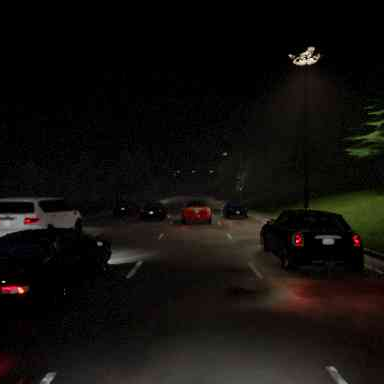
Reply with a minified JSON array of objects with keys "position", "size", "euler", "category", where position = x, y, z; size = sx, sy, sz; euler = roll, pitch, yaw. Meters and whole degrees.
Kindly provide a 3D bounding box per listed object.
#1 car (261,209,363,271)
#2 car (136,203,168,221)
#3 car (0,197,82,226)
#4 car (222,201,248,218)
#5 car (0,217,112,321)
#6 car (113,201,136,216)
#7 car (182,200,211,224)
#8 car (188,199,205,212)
[{"position":[3.700,1.367,11.098],"size":[2.097,1.767,4.553],"euler":[0,0,1],"category":"car"},{"position":[-3.122,1.593,27.713],"size":[1.994,1.385,4.181],"euler":[0,0,1],"category":"car"},{"position":[-6.763,1.233,14.940],"size":[2.150,2.045,5.566],"euler":[0,0,1],"category":"car"},{"position":[3.909,1.562,30.358],"size":[1.812,1.442,4.674],"euler":[0,0,1],"category":"car"},{"position":[-3.346,1.554,7.610],"size":[2.033,1.411,5.357],"euler":[0,0,1],"category":"car"},{"position":[-6.556,1.597,33.617],"size":[1.994,1.385,4.181],"euler":[0,0,1],"category":"car"},{"position":[0.354,1.382,25.431],"size":[2.097,1.767,4.553],"euler":[0,0,1],"category":"car"},{"position":[0.528,1.611,41.236],"size":[1.994,1.385,4.181],"euler":[0,0,1],"category":"car"}]
